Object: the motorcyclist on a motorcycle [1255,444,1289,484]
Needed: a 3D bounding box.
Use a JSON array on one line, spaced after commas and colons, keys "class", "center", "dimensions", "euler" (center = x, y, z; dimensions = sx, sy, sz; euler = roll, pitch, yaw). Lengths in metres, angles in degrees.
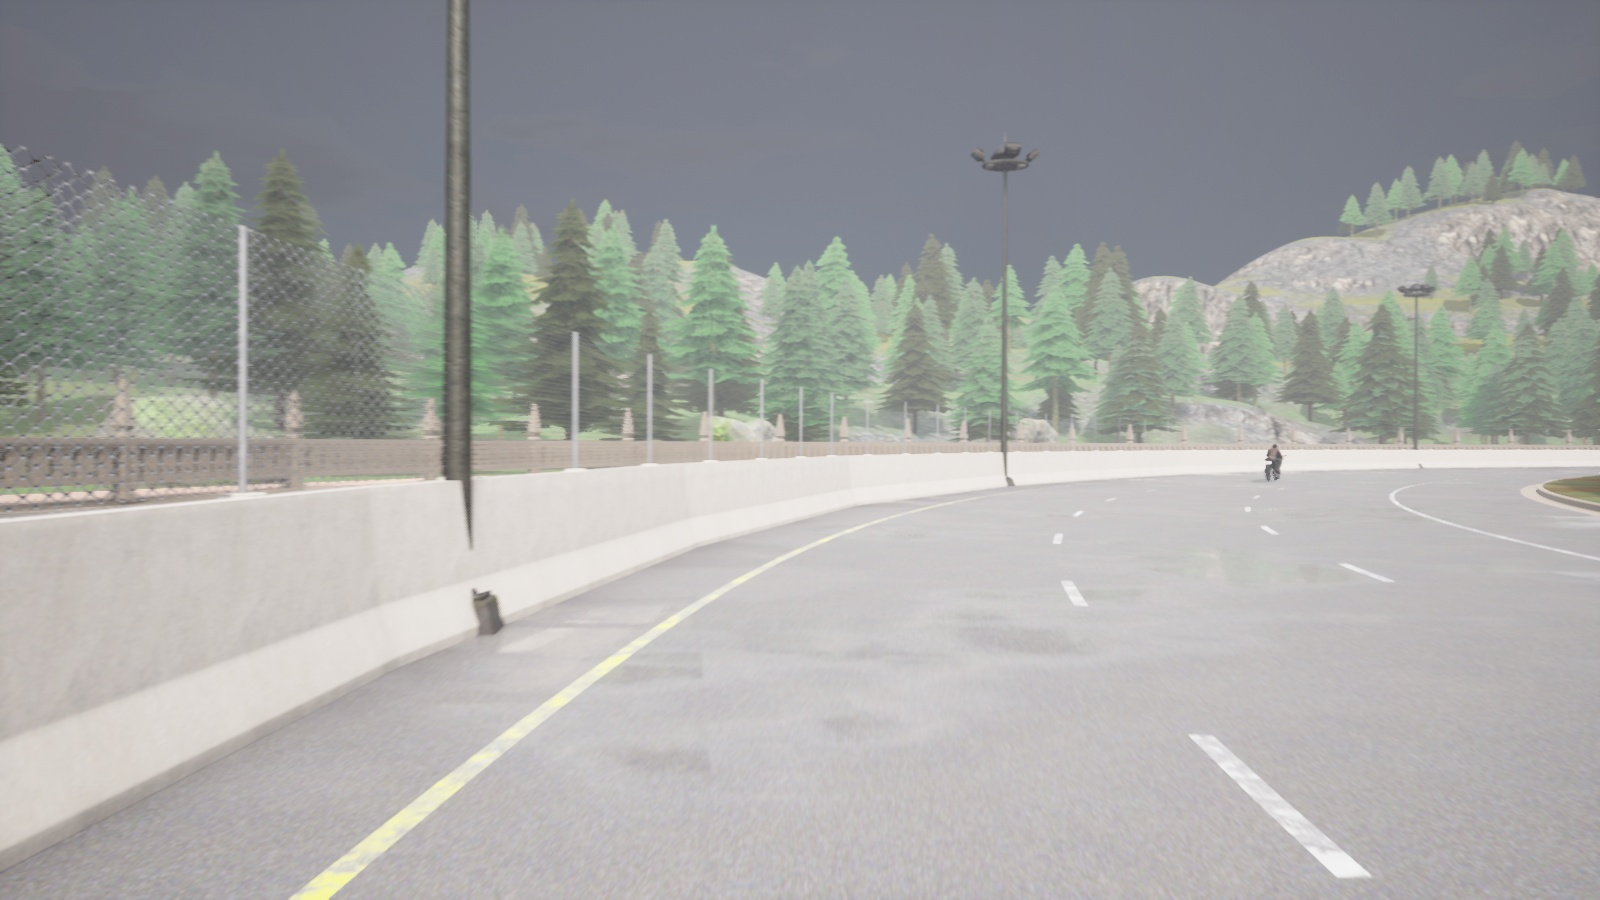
[{"class": "motorcyclist on a motorcycle", "center": [18.944, 0.545, 50.375], "dimensions": [0.797, 1.523, 2.044], "euler": [2, 1, 34]}]
